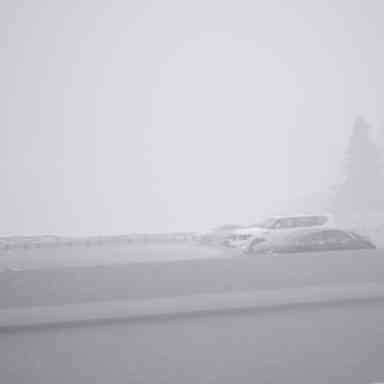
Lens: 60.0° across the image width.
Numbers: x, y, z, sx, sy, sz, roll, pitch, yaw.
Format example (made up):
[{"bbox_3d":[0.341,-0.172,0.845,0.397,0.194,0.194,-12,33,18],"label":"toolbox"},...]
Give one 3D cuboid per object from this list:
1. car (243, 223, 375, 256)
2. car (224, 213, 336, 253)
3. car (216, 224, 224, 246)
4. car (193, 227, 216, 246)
[{"bbox_3d":[4.864,2.225,13.558,4.892,1.490,1.837,-2,-4,-8],"label":"car"},{"bbox_3d":[4.790,2.172,17.098,5.566,2.045,2.150,-2,-4,-8],"label":"car"},{"bbox_3d":[4.241,2.699,20.525,4.892,1.490,1.837,-2,-4,-8],"label":"car"},{"bbox_3d":[2.362,2.999,23.775,4.674,1.442,1.812,-2,-4,-8],"label":"car"}]
